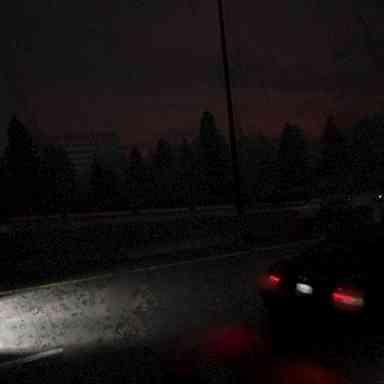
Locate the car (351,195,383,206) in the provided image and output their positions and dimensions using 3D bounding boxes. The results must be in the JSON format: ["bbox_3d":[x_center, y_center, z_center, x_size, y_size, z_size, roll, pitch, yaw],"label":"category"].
[{"bbox_3d":[15.911,1.128,28.226,4.718,1.301,1.895,-1,1,-35],"label":"car"}]

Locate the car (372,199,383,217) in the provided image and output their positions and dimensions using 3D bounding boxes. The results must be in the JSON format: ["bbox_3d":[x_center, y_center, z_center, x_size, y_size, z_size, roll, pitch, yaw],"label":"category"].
[{"bbox_3d":[10.928,1.187,15.842,5.008,1.535,1.882,-1,1,-36],"label":"car"}]

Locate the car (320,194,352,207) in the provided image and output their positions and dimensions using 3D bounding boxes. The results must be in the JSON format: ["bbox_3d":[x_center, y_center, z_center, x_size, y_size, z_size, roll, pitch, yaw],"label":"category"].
[{"bbox_3d":[16.188,0.922,37.014,4.674,1.442,1.812,-2,1,-35],"label":"car"}]

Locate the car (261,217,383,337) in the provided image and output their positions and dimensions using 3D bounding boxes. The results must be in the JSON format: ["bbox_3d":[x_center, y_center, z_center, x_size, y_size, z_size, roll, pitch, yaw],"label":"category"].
[{"bbox_3d":[3.708,1.440,6.393,5.357,1.411,2.033,-1,1,-35],"label":"car"}]
